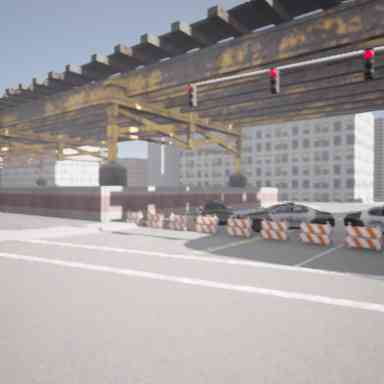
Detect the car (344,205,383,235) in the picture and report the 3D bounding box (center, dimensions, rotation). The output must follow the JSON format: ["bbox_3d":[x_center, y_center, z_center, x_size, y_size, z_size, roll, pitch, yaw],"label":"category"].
[{"bbox_3d":[9.535,1.355,15.169,2.038,1.542,4.974,0,0,-22],"label":"car"}]

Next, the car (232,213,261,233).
[{"bbox_3d":[4.885,1.326,17.962,4.974,1.542,2.038,0,0,3],"label":"car"}]

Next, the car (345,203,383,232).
[{"bbox_3d":[9.516,1.197,15.216,1.853,1.218,4.536,0,0,-22],"label":"car"}]

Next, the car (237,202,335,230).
[{"bbox_3d":[4.937,1.169,17.959,4.536,1.218,1.853,0,0,3],"label":"car"}]

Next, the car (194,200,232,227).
[{"bbox_3d":[1.316,1.298,20.876,2.038,1.542,4.974,0,0,-7],"label":"car"}]

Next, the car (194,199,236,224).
[{"bbox_3d":[1.309,1.140,20.927,1.853,1.218,4.536,0,0,-7],"label":"car"}]
